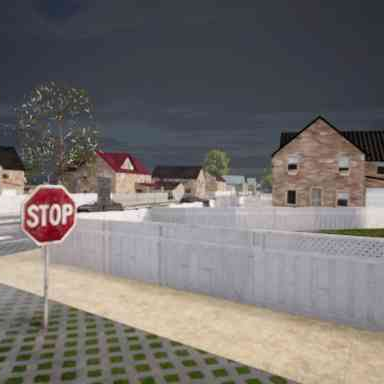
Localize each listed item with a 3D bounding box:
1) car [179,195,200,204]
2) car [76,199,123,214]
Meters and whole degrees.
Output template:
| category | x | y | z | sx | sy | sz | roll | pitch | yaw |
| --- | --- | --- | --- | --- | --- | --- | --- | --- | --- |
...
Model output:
| category | x | y | z | sx | sy | sz | roll | pitch | yaw |
| --- | --- | --- | --- | --- | --- | --- | --- | --- | --- |
| car | -0.222 | 1.155 | 52.041 | 2.033 | 1.411 | 5.357 | 2 | 1 | 19 |
| car | -7.991 | 1.324 | 28.999 | 2.033 | 1.411 | 5.357 | 2 | 1 | 19 |
